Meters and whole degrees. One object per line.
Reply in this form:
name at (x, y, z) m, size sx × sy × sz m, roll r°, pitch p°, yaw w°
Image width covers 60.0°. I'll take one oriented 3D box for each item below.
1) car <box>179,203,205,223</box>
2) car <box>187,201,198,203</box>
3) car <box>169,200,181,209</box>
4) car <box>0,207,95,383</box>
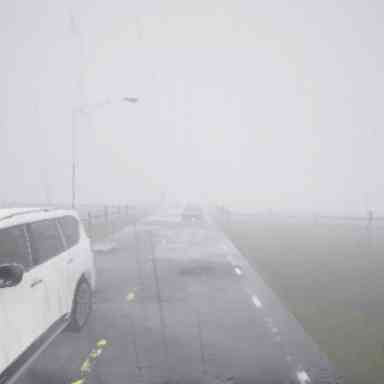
car at (0.093, 1.900, 28.918) m, size 1.895 × 1.301 × 4.718 m, roll 0°, pitch -1°, yaw 0°
car at (0.087, 1.904, 40.930) m, size 1.882 × 1.535 × 5.008 m, roll 0°, pitch 0°, yaw 0°
car at (-2.806, 2.096, 55.753) m, size 1.837 × 1.490 × 4.892 m, roll 0°, pitch -1°, yaw 0°
car at (-2.850, 1.263, 3.988) m, size 2.150 × 2.045 × 5.566 m, roll 0°, pitch -1°, yaw 0°
